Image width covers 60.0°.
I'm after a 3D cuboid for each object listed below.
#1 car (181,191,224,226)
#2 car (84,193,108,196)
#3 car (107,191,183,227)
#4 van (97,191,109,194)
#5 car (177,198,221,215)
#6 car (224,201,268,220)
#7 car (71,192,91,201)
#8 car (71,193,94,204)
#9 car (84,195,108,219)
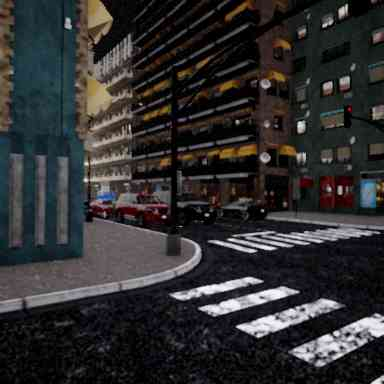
[{"bbox_3d":[-0.741,0.961,21.693,2.150,2.045,5.566,1,0,-36],"label":"car"},{"bbox_3d":[-10.223,1.105,34.835,1.895,1.301,4.718,1,1,-36],"label":"car"},{"bbox_3d":[-3.014,1.029,20.444,2.192,1.841,5.009,2,0,-36],"label":"car"},{"bbox_3d":[-12.499,0.718,47.902,1.690,1.788,3.998,2,0,-36],"label":"van"},{"bbox_3d":[0.536,1.281,29.833,1.802,1.307,4.206,2,0,-36],"label":"car"},{"bbox_3d":[3.796,1.345,25.317,1.947,1.339,4.313,2,0,-36],"label":"car"},{"bbox_3d":[-19.024,0.761,56.934,1.887,1.381,4.507,2,0,-36],"label":"car"},{"bbox_3d":[-15.796,0.892,47.944,1.994,1.385,4.181,1,1,-35],"label":"car"},{"bbox_3d":[-6.281,1.178,24.961,1.887,1.381,4.507,2,0,-36],"label":"car"}]
